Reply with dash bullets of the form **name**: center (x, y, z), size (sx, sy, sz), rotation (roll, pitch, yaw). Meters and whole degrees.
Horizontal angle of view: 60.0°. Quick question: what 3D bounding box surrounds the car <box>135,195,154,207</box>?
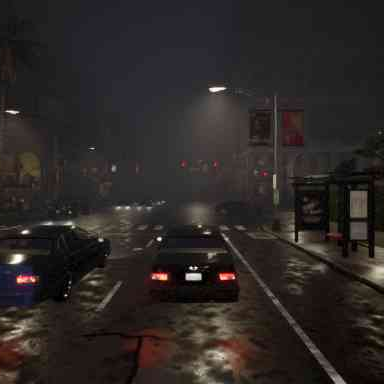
- **car**: center (-7.235, 1.505, 51.176), size (1.837, 1.490, 4.892), rotation (0, 0, -4)

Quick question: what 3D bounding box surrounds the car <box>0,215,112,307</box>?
- **car**: center (-3.475, 1.547, 8.215), size (2.033, 1.411, 5.357), rotation (0, 0, 0)

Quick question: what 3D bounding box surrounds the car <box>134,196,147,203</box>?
- **car**: center (-11.016, 1.540, 71.013), size (2.033, 1.411, 5.357), rotation (0, 0, 0)

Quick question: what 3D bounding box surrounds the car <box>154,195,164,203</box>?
- **car**: center (-7.514, 1.524, 70.767), size (1.812, 1.442, 4.674), rotation (0, 0, 0)

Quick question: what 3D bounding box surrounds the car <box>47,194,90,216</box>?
- **car**: center (-10.800, 1.221, 29.467), size (2.150, 2.045, 5.566), rotation (0, 0, 0)

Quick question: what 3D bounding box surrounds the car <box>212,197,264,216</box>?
- **car**: center (4.633, 1.505, 32.755), size (4.892, 1.490, 1.837), rotation (0, 1, 15)

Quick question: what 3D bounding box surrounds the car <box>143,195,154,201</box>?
- **car**: center (-11.047, 1.478, 84.712), size (1.882, 1.535, 5.008), rotation (0, 0, 3)

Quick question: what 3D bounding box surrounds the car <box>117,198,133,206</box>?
- **car**: center (-10.980, 1.601, 54.771), size (1.895, 1.301, 4.718), rotation (0, 0, 0)

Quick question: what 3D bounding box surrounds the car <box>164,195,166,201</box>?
- **car**: center (-7.571, 1.525, 83.719), size (2.128, 1.511, 4.902), rotation (0, 0, 0)

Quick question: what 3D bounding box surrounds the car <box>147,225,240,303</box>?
- **car**: center (0.025, 1.547, 8.400), size (2.033, 1.411, 5.357), rotation (0, 0, 0)
